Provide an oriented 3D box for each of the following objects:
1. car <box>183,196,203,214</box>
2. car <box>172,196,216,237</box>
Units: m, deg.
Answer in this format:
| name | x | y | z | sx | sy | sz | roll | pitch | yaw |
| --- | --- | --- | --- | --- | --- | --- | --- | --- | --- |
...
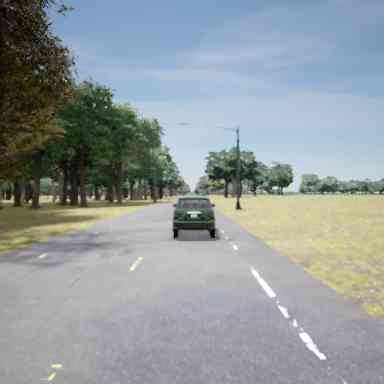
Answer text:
| name | x | y | z | sx | sy | sz | roll | pitch | yaw |
| --- | --- | --- | --- | --- | --- | --- | --- | --- | --- |
| car | 0.101 | 1.387 | 36.650 | 2.097 | 1.767 | 4.553 | 0 | 0 | 0 |
| car | 0.113 | 1.233 | 18.396 | 2.150 | 2.045 | 5.566 | 0 | 0 | 0 |
